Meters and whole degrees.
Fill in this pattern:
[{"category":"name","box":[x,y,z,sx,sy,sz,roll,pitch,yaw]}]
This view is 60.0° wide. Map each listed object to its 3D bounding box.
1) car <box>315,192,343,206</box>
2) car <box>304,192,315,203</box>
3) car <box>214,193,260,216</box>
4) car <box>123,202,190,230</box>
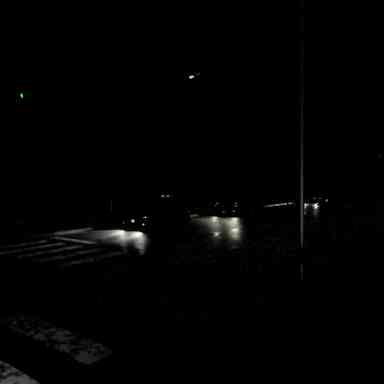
[{"category":"car","box":[16.093,0.861,38.456,1.994,1.385,4.181,0,1,36]},{"category":"car","box":[16.238,0.721,44.040,1.837,1.490,4.892,0,1,36]},{"category":"car","box":[3.651,0.913,26.586,2.097,1.767,4.553,0,1,36]},{"category":"car","box":[-1.905,1.283,18.825,1.994,1.385,4.181,0,1,35]}]
